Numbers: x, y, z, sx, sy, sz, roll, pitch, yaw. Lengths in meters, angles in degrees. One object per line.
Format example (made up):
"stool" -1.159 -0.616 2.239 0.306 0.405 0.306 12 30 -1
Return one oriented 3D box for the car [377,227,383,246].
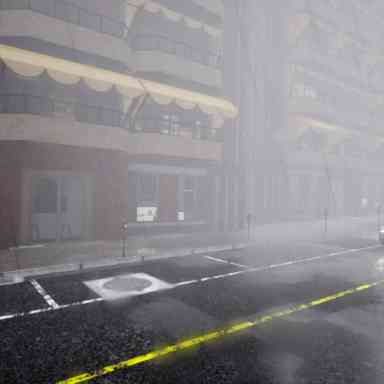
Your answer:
"car" 9.584 1.612 13.617 4.718 1.301 1.895 0 0 -35
